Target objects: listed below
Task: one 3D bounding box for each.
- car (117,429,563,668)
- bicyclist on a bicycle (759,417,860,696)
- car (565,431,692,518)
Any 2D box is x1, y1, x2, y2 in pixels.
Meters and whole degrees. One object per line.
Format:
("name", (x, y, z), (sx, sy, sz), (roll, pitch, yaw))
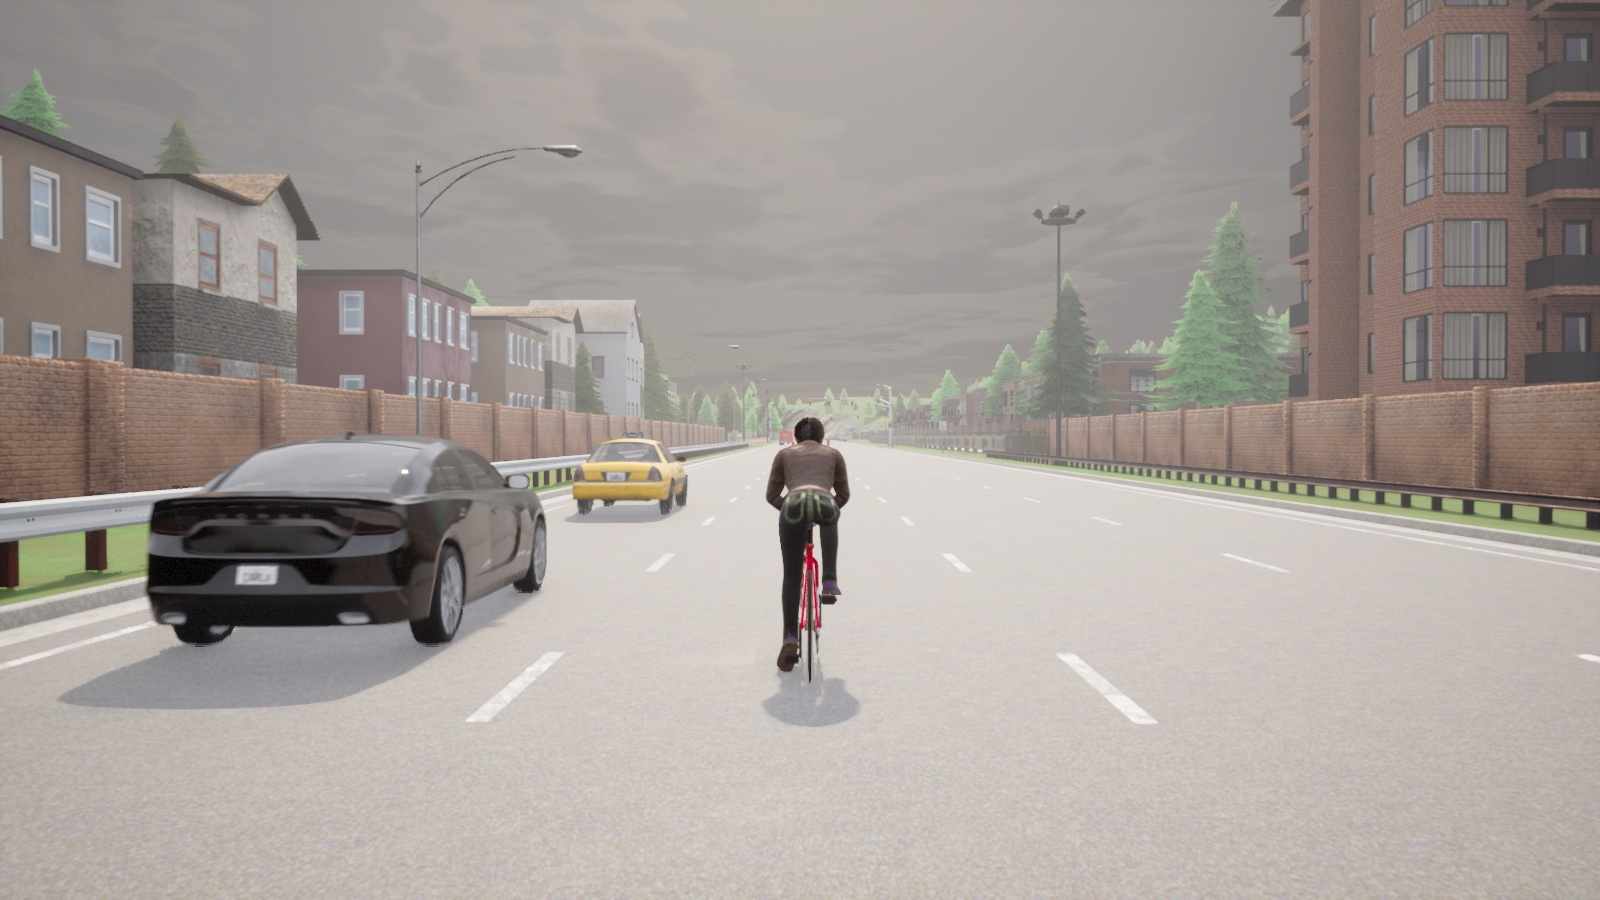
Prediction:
("car", (-3.426, 0.607, 10.561), (1.882, 1.535, 5.008), (0, 1, 0))
("bicyclist on a bicycle", (0.061, 0.611, 8.118), (0.582, 1.620, 1.656), (0, 0, 0))
("car", (-3.342, 0.409, 25.425), (1.801, 1.575, 5.366), (0, 1, 0))
